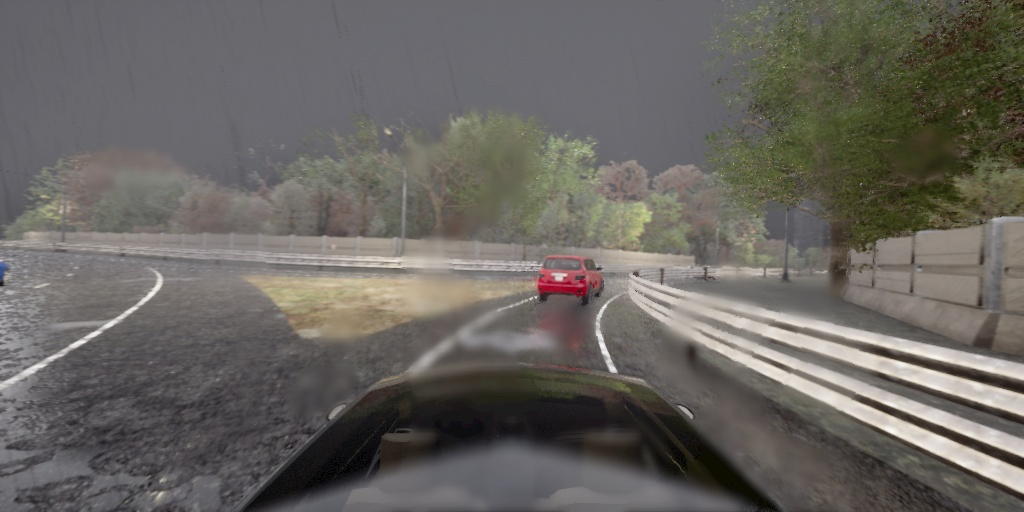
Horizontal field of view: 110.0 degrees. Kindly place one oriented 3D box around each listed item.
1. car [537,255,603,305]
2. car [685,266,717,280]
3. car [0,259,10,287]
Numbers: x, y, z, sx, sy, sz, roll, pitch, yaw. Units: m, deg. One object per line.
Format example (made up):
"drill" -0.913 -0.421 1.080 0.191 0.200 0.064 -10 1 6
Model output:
"car" 2.878 1.018 16.827 2.150 2.045 5.566 1 0 22
"car" 21.331 1.848 40.355 5.008 1.535 1.882 1 1 -40
"car" -19.844 0.477 12.601 1.882 1.535 5.008 2 0 -43
